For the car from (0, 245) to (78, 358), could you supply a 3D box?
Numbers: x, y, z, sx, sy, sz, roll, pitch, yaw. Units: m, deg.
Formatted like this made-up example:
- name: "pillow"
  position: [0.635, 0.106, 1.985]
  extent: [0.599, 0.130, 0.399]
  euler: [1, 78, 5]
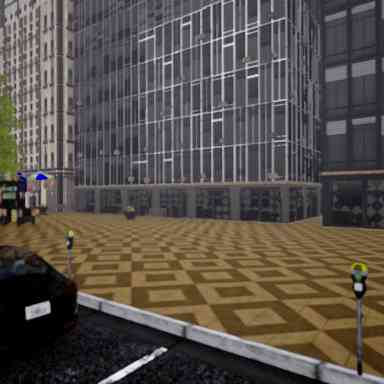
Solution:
- name: "car"
  position: [-3.678, 1.563, 5.514]
  extent: [4.313, 1.339, 1.947]
  euler: [0, 0, 36]
